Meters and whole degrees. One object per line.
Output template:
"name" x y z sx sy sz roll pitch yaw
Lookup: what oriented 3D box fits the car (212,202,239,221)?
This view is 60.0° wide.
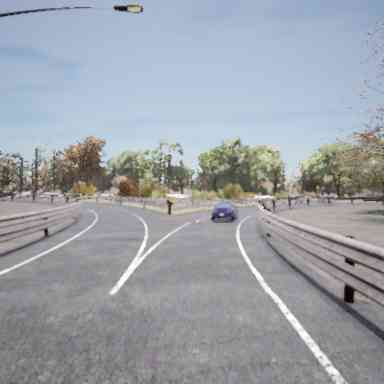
"car" 2.834 1.583 27.997 1.812 1.442 4.674 -1 0 14

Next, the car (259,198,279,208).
"car" 11.435 1.652 49.461 1.837 1.490 4.892 -3 -1 32
